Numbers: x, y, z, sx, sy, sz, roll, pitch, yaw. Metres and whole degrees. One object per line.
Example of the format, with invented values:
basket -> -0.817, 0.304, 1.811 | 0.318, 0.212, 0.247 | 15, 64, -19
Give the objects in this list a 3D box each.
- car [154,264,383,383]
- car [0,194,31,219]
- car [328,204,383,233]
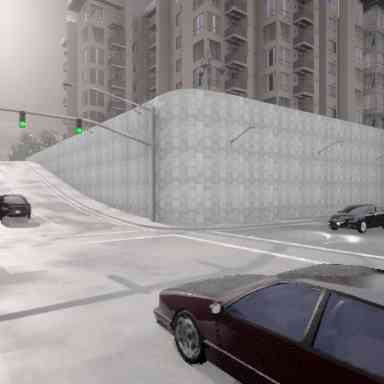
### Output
car -> 1.621, 1.548, 3.534 | 2.033, 1.411, 5.357 | 0, 0, -36
car -> -12.726, 0.894, 23.492 | 1.882, 1.535, 5.008 | 0, 6, -36
car -> 10.056, 1.505, 19.773 | 4.892, 1.490, 1.837 | 0, 0, -36
